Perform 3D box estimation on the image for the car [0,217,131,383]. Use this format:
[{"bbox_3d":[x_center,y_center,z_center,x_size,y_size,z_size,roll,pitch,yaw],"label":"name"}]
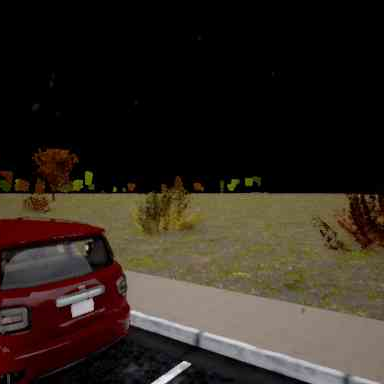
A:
[{"bbox_3d":[-3.102,1.311,4.919,5.009,1.841,2.192,0,1,36],"label":"car"}]
